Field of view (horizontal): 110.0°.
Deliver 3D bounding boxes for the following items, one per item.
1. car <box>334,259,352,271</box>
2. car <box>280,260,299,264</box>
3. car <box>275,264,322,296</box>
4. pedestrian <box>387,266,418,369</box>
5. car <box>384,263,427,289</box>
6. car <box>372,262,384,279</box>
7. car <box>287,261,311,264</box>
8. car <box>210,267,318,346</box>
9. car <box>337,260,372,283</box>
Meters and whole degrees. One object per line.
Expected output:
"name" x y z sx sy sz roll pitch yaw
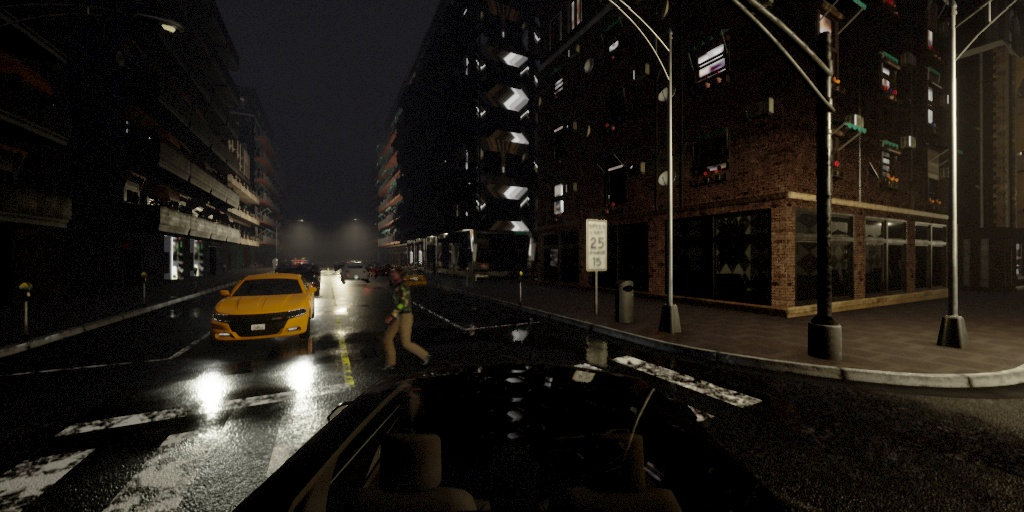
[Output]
"car" -23.236 1.408 48.940 1.895 1.301 4.718 0 0 -27
"car" -24.458 1.374 38.732 1.802 1.307 4.207 0 0 -27
"car" -11.078 1.319 18.592 1.994 1.385 4.181 0 0 -27
"pedestrian" -1.938 1.044 6.320 0.375 1.860 0.375 0 0 -27
"car" -6.654 1.281 22.628 1.751 1.417 4.829 0 0 -27
"car" -11.793 1.316 32.526 1.888 1.381 4.507 0 0 -27
"car" -15.937 1.315 27.960 2.033 1.411 5.357 0 0 -27
"car" -6.511 1.228 9.785 1.882 1.535 5.008 0 0 -27
"car" -12.262 1.290 27.808 1.812 1.442 4.674 0 0 -27
